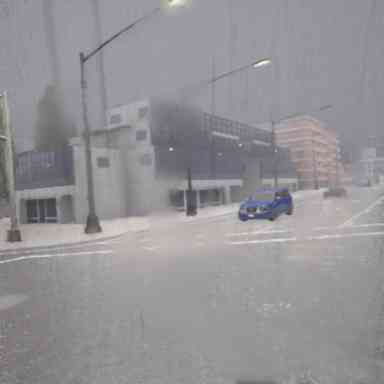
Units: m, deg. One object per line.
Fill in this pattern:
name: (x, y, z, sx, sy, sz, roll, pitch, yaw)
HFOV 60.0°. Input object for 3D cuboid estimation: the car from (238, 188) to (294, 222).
car: (5.036, 0.855, 22.141, 2.150, 2.045, 5.566, -3, 2, 34)

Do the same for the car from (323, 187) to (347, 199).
car: (16.904, 0.062, 39.359, 1.895, 1.301, 4.718, -3, 2, 35)

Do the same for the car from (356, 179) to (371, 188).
car: (30.987, -1.546, 59.859, 1.812, 1.442, 4.674, -3, 1, 35)
